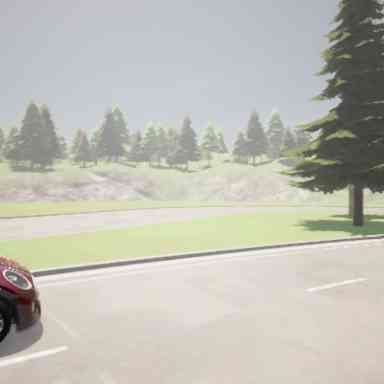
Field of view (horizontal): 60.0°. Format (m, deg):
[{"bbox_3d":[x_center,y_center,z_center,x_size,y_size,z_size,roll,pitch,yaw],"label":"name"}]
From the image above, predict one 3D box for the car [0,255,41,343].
[{"bbox_3d":[-4.605,1.324,4.570,4.553,1.767,2.097,0,0,-35],"label":"car"}]
